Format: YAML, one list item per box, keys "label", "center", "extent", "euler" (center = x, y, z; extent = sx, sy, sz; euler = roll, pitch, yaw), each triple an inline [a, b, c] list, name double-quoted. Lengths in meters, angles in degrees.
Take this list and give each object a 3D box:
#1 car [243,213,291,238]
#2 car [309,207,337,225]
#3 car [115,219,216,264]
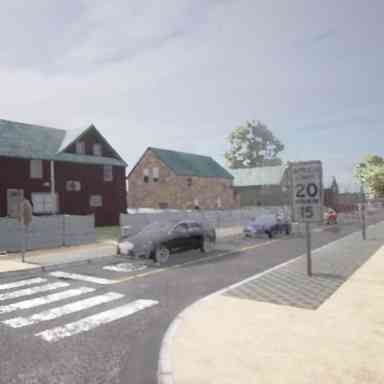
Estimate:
- label: "car"
  center: [5.057, 2.141, 21.821]
  extent: [1.812, 1.442, 4.674]
  euler: [-3, -3, 35]
- label: "car"
  center: [12.765, 2.284, 32.683]
  extent: [2.097, 1.767, 4.553]
  euler: [-3, -3, 35]
- label: "car"
  center: [-0.890, 1.866, 13.529]
  extent: [2.128, 1.511, 4.902]
  euler: [-3, -3, 37]
